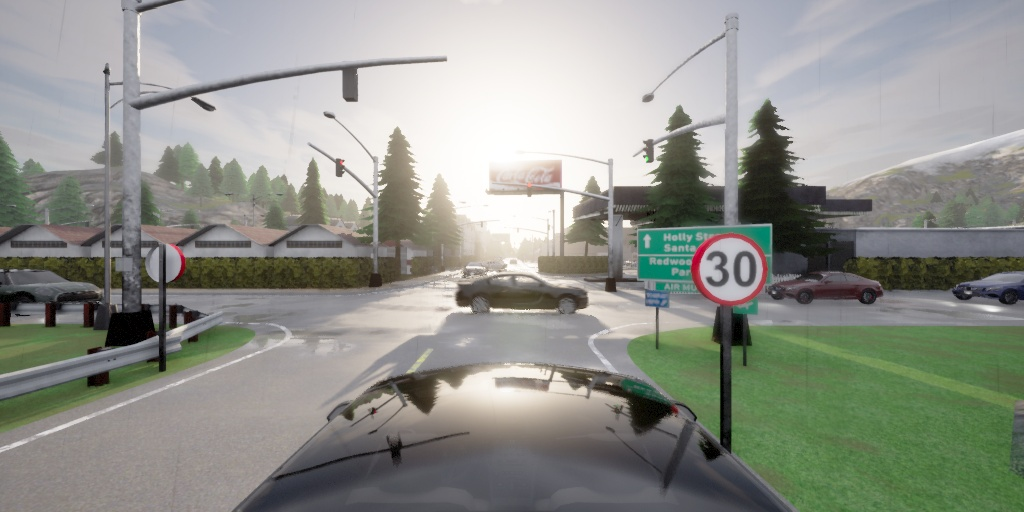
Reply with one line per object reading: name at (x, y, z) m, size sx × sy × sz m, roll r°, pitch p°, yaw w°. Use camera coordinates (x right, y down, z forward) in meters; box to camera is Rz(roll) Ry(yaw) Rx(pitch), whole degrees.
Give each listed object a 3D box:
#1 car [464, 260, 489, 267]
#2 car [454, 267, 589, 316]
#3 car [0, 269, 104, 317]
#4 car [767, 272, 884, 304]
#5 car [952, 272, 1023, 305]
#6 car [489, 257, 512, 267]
car at (-3.469, 1.291, 33.817) m, size 1.812 × 1.442 × 4.674 m, roll 1°, pitch -1°, yaw 0°
car at (0.354, 1.329, 13.523) m, size 5.008 × 1.535 × 1.882 m, roll 0°, pitch 0°, yaw 1°
car at (-18.737, 1.293, 13.747) m, size 4.553 × 1.767 × 2.097 m, roll 0°, pitch 0°, yaw 1°
car at (14.797, 1.467, 17.039) m, size 4.674 × 1.442 × 1.812 m, roll 0°, pitch 0°, yaw 0°
car at (23.931, 1.467, 16.947) m, size 4.674 × 1.442 × 1.812 m, roll 0°, pitch 0°, yaw 1°
car at (-2.909, 1.364, 53.198) m, size 4.674 × 1.442 × 1.812 m, roll -1°, pitch 2°, yaw -30°
